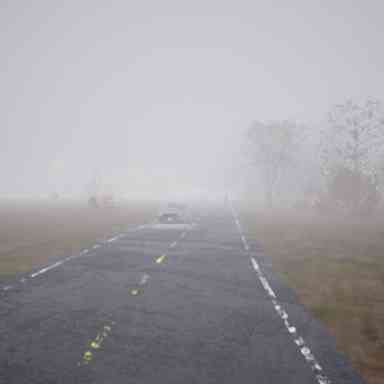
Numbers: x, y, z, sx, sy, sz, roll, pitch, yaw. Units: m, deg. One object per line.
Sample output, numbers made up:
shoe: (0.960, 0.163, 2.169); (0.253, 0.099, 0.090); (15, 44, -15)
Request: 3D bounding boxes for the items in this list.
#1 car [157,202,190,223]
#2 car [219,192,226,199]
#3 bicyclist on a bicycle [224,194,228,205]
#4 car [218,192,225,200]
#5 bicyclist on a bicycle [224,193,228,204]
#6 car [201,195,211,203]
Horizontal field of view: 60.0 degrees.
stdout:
car: (-1.249, 1.452, 25.219); (2.033, 1.411, 5.357); (0, 0, 6)
car: (8.547, 0.910, 93.159); (2.097, 1.767, 4.553); (0, 0, 6)
bicyclist on a bicycle: (5.292, 1.288, 51.508); (0.582, 1.620, 1.656); (0, 0, 6)
car: (7.246, 1.283, 79.768); (1.994, 1.385, 4.181); (0, 0, 6)
bicyclist on a bicycle: (6.190, 1.175, 60.719); (0.659, 1.776, 1.843); (-1, 0, 6)
car: (2.840, 1.329, 65.692); (2.033, 1.411, 5.357); (0, 0, 6)
